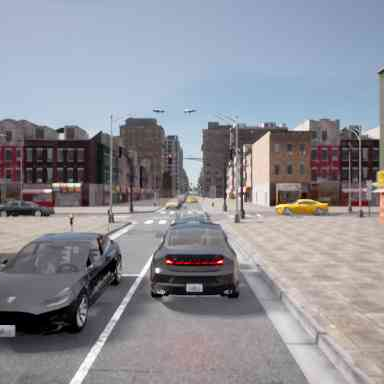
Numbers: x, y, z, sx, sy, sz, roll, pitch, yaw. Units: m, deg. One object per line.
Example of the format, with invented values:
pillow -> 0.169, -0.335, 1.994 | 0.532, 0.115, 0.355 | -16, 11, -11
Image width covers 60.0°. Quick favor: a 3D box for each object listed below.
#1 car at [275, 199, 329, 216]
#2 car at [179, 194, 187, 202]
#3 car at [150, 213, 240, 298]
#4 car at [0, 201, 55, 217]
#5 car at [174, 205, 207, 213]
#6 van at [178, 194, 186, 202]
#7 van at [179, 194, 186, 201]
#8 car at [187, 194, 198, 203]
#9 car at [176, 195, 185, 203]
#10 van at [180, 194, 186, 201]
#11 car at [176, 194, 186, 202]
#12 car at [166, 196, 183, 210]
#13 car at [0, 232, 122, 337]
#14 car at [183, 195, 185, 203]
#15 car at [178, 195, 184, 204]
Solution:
car -> 10.650, 1.480, 32.398 | 5.008, 1.535, 1.882 | 0, 0, 1
car -> -2.518, 1.533, 67.010 | 1.967, 1.590, 4.097 | 0, 0, 0
car -> 0.085, 1.505, 8.496 | 1.837, 1.490, 4.892 | 0, 0, 1
car -> -14.713, 1.533, 29.512 | 4.892, 1.490, 1.837 | 0, 0, 0
car -> 0.059, 1.605, 17.707 | 1.895, 1.301, 4.718 | 0, 0, 1
van -> -2.489, 1.489, 83.826 | 1.690, 1.788, 3.998 | 0, 0, 0
van -> -2.479, 1.510, 89.432 | 1.690, 1.788, 3.998 | 0, 0, 0
car -> 0.169, 1.586, 71.888 | 1.882, 1.535, 5.008 | 0, 0, 0
car -> -2.509, 1.551, 72.615 | 1.967, 1.590, 4.097 | 0, 0, 0
van -> -2.470, 1.531, 95.037 | 1.690, 1.788, 3.998 | 0, 0, 0
car -> -2.499, 1.444, 78.221 | 2.192, 1.841, 5.009 | 0, 0, 0
car -> -2.557, 1.562, 44.419 | 1.752, 1.417, 4.829 | 0, 0, 0
car -> -2.622, 1.565, 6.818 | 1.947, 1.339, 4.313 | 0, 0, 0
car -> -2.538, 1.643, 55.798 | 1.802, 1.307, 4.206 | 0, 0, 0
car -> -2.547, 1.593, 50.193 | 1.887, 1.381, 4.507 | 0, 0, 0
